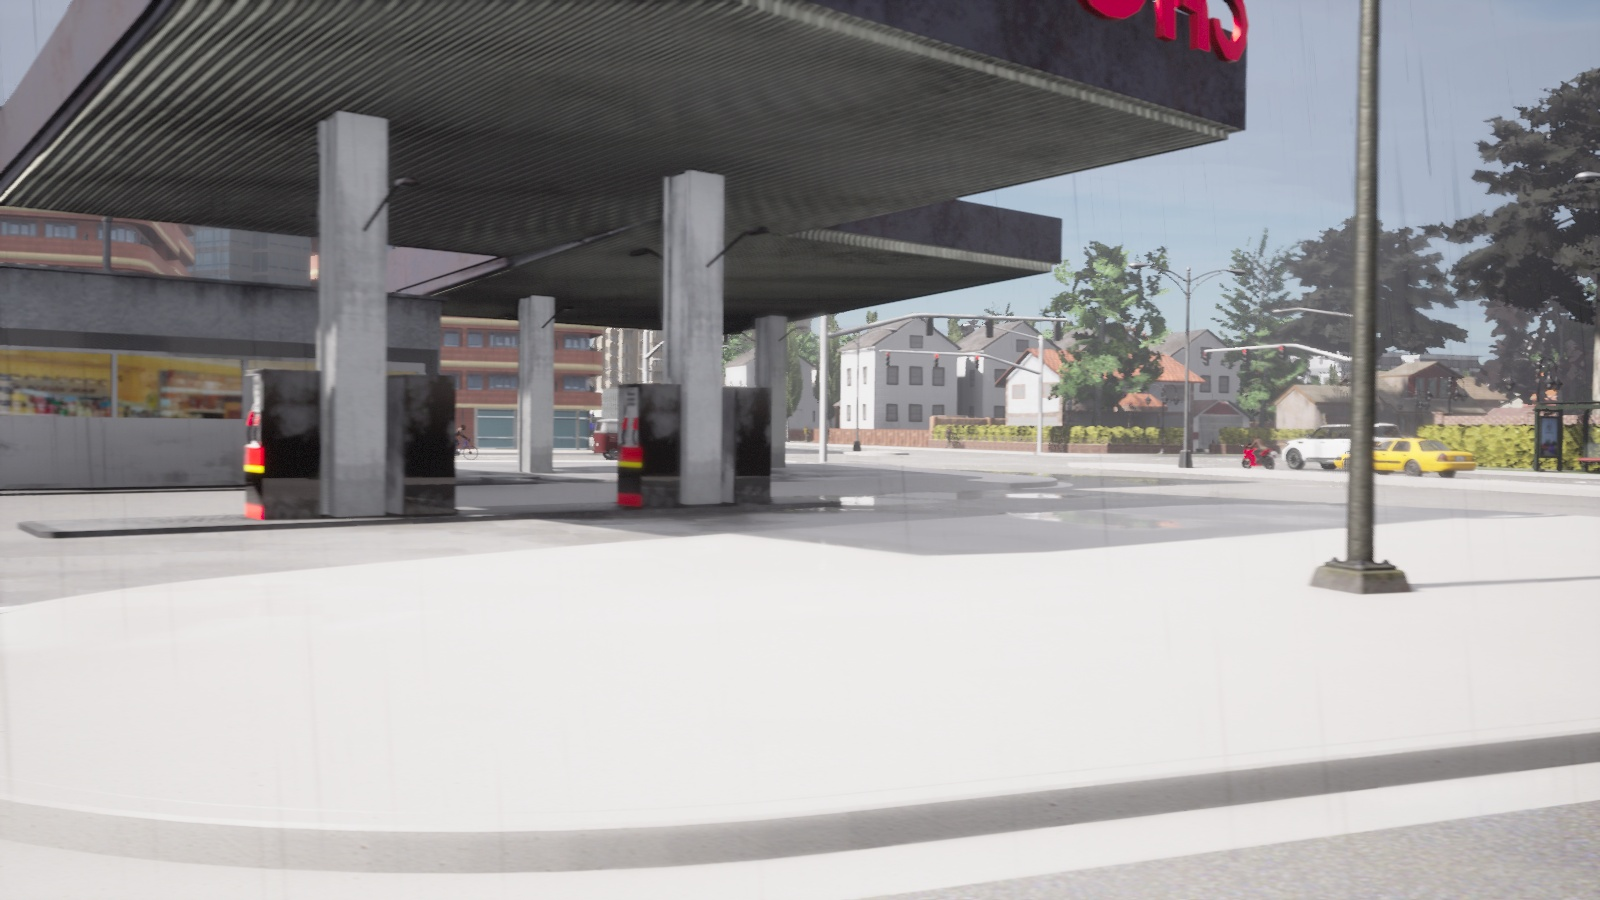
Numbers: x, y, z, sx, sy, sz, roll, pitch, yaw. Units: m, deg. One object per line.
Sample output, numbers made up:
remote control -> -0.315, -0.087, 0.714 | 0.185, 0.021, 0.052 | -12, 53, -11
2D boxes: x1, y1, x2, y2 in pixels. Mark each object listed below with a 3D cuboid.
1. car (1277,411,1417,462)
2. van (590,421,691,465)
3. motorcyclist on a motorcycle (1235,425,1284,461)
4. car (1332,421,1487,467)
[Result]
car -> 23.224, -0.606, 53.589 | 2.150, 2.045, 5.566 | -1, 1, -21
van -> -7.609, -0.341, 59.858 | 4.442, 1.987, 1.775 | -1, 1, -22
motorcyclist on a motorcycle -> 19.533, -0.301, 53.450 | 0.797, 1.523, 2.044 | -1, 1, -21
car -> 22.309, -0.256, 46.227 | 1.801, 1.575, 5.366 | -1, 1, -21
